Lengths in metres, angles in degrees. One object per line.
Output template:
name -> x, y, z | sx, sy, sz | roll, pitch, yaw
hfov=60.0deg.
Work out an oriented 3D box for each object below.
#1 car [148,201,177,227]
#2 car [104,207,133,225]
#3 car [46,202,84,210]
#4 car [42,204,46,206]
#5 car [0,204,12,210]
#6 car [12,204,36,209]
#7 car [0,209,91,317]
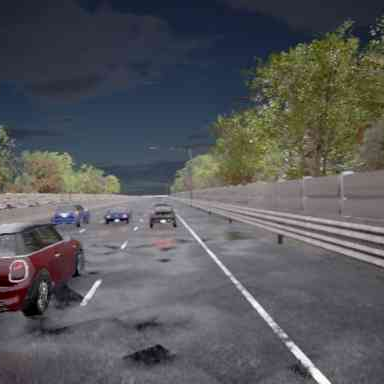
car -> -2.157, 1.702, 24.548 | 1.837, 1.490, 4.892 | -2, 0, -6
car -> -5.967, 1.916, 27.644 | 1.895, 1.301, 4.718 | -2, 0, -6
car -> -9.320, 1.748, 25.904 | 2.097, 1.767, 4.553 | -2, 0, -6
car -> -22.645, 2.410, 53.323 | 2.128, 1.511, 4.902 | -2, 0, -5
car -> -29.597, 2.626, 52.512 | 1.812, 1.442, 4.674 | -2, -1, -5
car -> -26.091, 2.571, 52.593 | 1.994, 1.385, 4.181 | -2, 0, -5
car -> -4.043, 1.504, 7.863 | 2.097, 1.767, 4.553 | -2, 0, -6
